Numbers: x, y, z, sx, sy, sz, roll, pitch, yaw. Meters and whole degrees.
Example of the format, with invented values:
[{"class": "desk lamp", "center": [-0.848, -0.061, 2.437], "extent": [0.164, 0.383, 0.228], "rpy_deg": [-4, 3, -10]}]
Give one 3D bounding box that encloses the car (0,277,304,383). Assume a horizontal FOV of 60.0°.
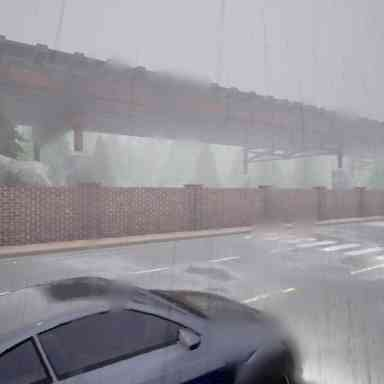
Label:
[{"class": "car", "center": [-0.859, 1.564, 3.136], "extent": [4.181, 1.385, 1.994], "rpy_deg": [0, 0, -36]}]
